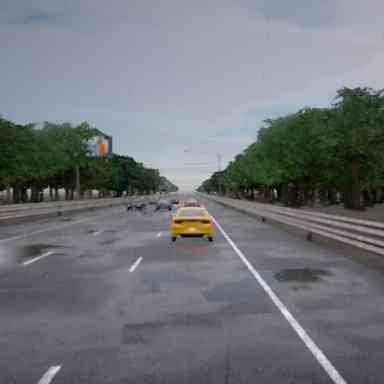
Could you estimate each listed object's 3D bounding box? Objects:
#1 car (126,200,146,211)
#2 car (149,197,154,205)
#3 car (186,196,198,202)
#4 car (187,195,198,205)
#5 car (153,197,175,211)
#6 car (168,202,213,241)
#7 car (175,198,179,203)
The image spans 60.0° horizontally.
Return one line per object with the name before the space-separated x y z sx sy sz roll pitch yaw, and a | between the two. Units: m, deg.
car | -6.989 1.697 42.181 1.895 1.301 4.718 0 0 0
car | -6.917 1.708 63.259 1.994 1.385 4.181 0 0 0
car | 0.004 1.619 41.276 1.812 1.442 4.674 0 0 0
car | 0.083 1.498 63.789 2.097 1.767 4.553 0 0 0
car | -3.489 1.621 42.119 1.812 1.442 4.674 0 0 0
car | 0.003 1.500 17.006 1.882 1.535 5.008 0 0 0
car | -3.412 1.747 64.326 1.895 1.301 4.718 0 0 0
